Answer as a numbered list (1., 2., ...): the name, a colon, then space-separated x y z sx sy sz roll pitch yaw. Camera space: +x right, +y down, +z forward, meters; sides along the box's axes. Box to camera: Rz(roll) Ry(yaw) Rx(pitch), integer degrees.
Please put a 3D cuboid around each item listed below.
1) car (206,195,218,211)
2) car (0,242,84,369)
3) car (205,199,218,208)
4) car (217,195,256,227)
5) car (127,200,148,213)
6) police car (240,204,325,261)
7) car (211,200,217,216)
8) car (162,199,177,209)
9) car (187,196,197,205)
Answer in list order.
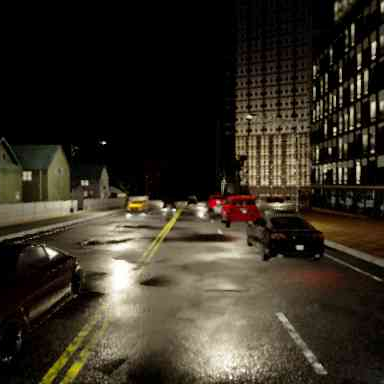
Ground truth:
1. car: 3.302 1.449 45.570 2.150 2.045 5.566 0 0 0
2. car: -3.344 1.589 5.587 1.994 1.385 4.181 0 0 0
3. car: 3.315 1.893 56.572 1.895 1.301 4.718 0 0 0
4. car: 3.277 1.330 23.563 2.150 2.045 5.566 0 0 0
5. car: -6.543 1.678 40.444 1.882 1.535 5.008 0 0 0
6. police car: 3.264 1.480 12.637 1.930 1.638 5.238 0 0 0
7. car: 3.290 1.767 34.565 1.895 1.301 4.718 0 0 0
8. car: -3.269 1.774 49.083 1.812 1.442 4.674 0 -1 0
9. car: 0.076 1.910 65.652 1.994 1.385 4.181 0 0 0
